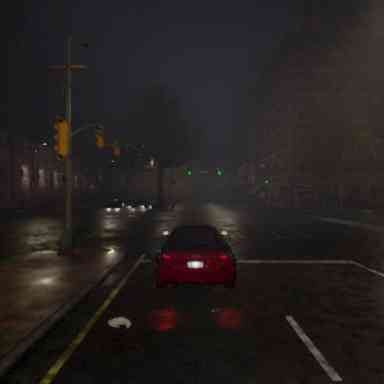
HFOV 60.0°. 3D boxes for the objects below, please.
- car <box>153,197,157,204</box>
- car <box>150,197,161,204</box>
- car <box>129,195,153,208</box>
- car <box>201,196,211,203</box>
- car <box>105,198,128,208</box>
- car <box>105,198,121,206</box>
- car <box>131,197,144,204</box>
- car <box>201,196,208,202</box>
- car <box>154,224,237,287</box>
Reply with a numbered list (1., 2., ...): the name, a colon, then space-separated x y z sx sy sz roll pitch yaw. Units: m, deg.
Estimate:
1. car: -8.014 1.867 62.653 1.895 1.301 4.718 0 0 0
2. car: -8.011 1.809 72.857 1.837 1.490 4.892 0 0 0
3. car: -8.088 1.446 52.855 2.150 2.045 5.566 0 0 0
4. car: 3.488 1.898 81.373 1.994 1.385 4.181 0 0 0
5. car: -11.590 1.781 51.140 1.994 1.385 4.181 0 0 0
6. car: -14.759 1.858 62.097 1.895 1.301 4.718 0 0 0
7. car: -11.511 1.779 70.853 1.882 1.535 5.008 0 0 0
8. car: 3.486 1.912 91.372 1.812 1.442 4.674 0 0 0
9. car: 0.089 1.605 9.463 1.994 1.385 4.181 0 0 0
